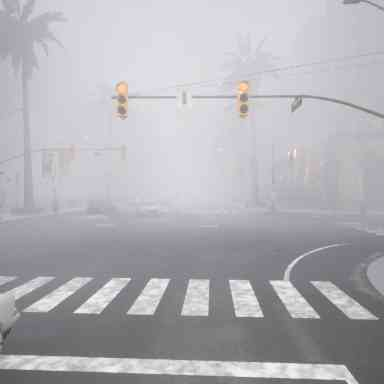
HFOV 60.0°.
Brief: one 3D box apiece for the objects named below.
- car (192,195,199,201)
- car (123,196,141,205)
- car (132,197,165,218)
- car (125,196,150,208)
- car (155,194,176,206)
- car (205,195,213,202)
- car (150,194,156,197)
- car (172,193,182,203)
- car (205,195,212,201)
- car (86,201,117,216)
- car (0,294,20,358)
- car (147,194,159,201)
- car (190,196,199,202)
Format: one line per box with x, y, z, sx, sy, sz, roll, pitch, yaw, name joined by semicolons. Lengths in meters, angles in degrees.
0.945;1.587;88.355;1.895;1.301;4.718;0;0;2;car
-10.662;1.513;59.574;2.161;1.482;4.786;0;0;2;car
-4.100;1.526;30.836;1.812;1.442;4.674;-1;0;-17;car
-8.091;1.547;49.488;2.033;1.411;5.357;0;0;3;car
-4.339;1.547;54.159;2.033;1.411;5.357;0;0;3;car
4.007;1.537;77.722;2.033;1.411;5.357;0;0;2;car
-6.969;1.506;68.988;1.837;1.490;4.892;0;0;3;car
-3.405;1.225;69.969;2.150;2.045;5.566;0;0;3;car
4.441;1.492;88.180;1.837;1.490;4.892;0;0;2;car
-8.948;1.564;33.144;1.994;1.385;4.181;0;0;3;car
-3.436;1.601;2.542;1.895;1.301;4.718;0;0;3;car
-9.447;1.354;81.472;2.185;1.767;4.553;0;0;2;car
0.513;1.539;77.923;2.033;1.411;5.357;0;0;2;car
